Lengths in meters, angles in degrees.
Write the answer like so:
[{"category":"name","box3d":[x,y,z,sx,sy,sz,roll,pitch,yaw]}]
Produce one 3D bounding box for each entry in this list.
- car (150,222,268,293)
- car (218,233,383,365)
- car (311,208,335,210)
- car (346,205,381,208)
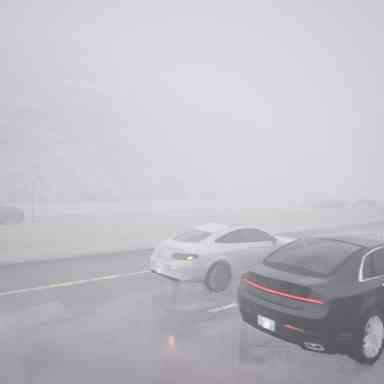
[{"category":"car","box3d":[1.144,1.526,8.859,4.674,1.442,1.812,0,0,-35]},{"category":"car","box3d":[2.968,1.505,5.862,4.892,1.490,1.837,0,0,-35]},{"category":"car","box3d":[15.308,1.478,37.357,5.008,1.535,1.882,0,0,-40]},{"category":"car","box3d":[18.439,1.506,35.431,4.892,1.490,1.837,0,0,-41]}]
